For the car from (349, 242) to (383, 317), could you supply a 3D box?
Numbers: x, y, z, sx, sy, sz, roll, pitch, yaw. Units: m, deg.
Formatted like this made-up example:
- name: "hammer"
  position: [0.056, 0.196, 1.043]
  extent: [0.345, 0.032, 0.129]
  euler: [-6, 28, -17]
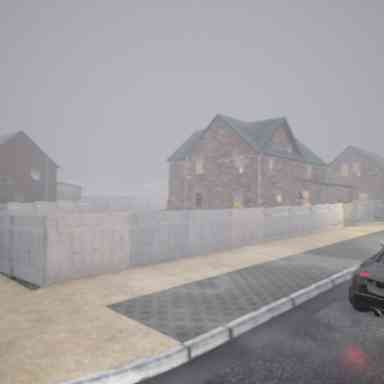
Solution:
- name: "car"
  position: [4.797, 1.584, 6.721]
  extent: [1.994, 1.385, 4.181]
  euler: [1, 1, 44]
